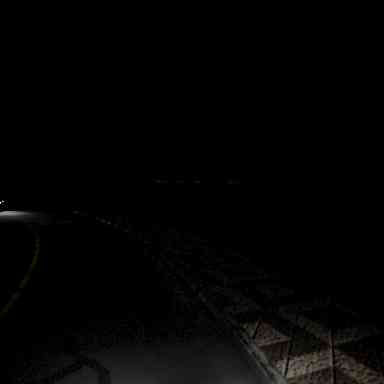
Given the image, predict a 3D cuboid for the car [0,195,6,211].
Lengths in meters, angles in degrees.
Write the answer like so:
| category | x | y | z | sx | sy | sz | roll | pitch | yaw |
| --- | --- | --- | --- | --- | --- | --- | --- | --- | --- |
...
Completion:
| category | x | y | z | sx | sy | sz | roll | pitch | yaw |
| --- | --- | --- | --- | --- | --- | --- | --- | --- | --- |
| car | -14.958 | 0.557 | 23.710 | 4.892 | 1.490 | 1.837 | 3 | 2 | 42 |
